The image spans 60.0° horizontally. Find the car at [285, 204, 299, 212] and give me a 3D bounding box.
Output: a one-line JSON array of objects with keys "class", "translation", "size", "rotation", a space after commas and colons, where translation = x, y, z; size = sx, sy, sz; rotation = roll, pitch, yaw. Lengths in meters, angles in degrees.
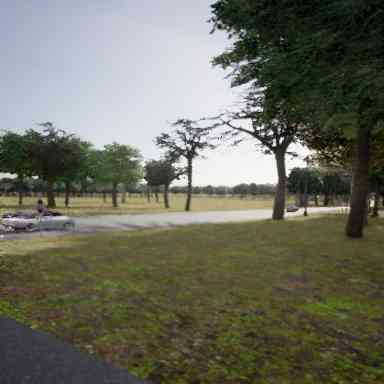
[{"class": "car", "translation": [22.058, 3.686, 73.015], "size": [1.994, 1.385, 4.181], "rotation": [1, -1, 29]}]

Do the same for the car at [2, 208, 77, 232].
[{"class": "car", "translation": [-10.727, 2.093, 23.798], "size": [1.895, 1.301, 4.718], "rotation": [2, -1, 36]}]

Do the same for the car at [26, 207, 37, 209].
[{"class": "car", "translation": [-14.585, 2.039, 30.416], "size": [1.895, 1.301, 4.718], "rotation": [2, -1, 36]}]

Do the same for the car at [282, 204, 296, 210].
[{"class": "car", "translation": [24.983, 3.878, 85.436], "size": [1.994, 1.385, 4.181], "rotation": [2, -1, 36]}]
